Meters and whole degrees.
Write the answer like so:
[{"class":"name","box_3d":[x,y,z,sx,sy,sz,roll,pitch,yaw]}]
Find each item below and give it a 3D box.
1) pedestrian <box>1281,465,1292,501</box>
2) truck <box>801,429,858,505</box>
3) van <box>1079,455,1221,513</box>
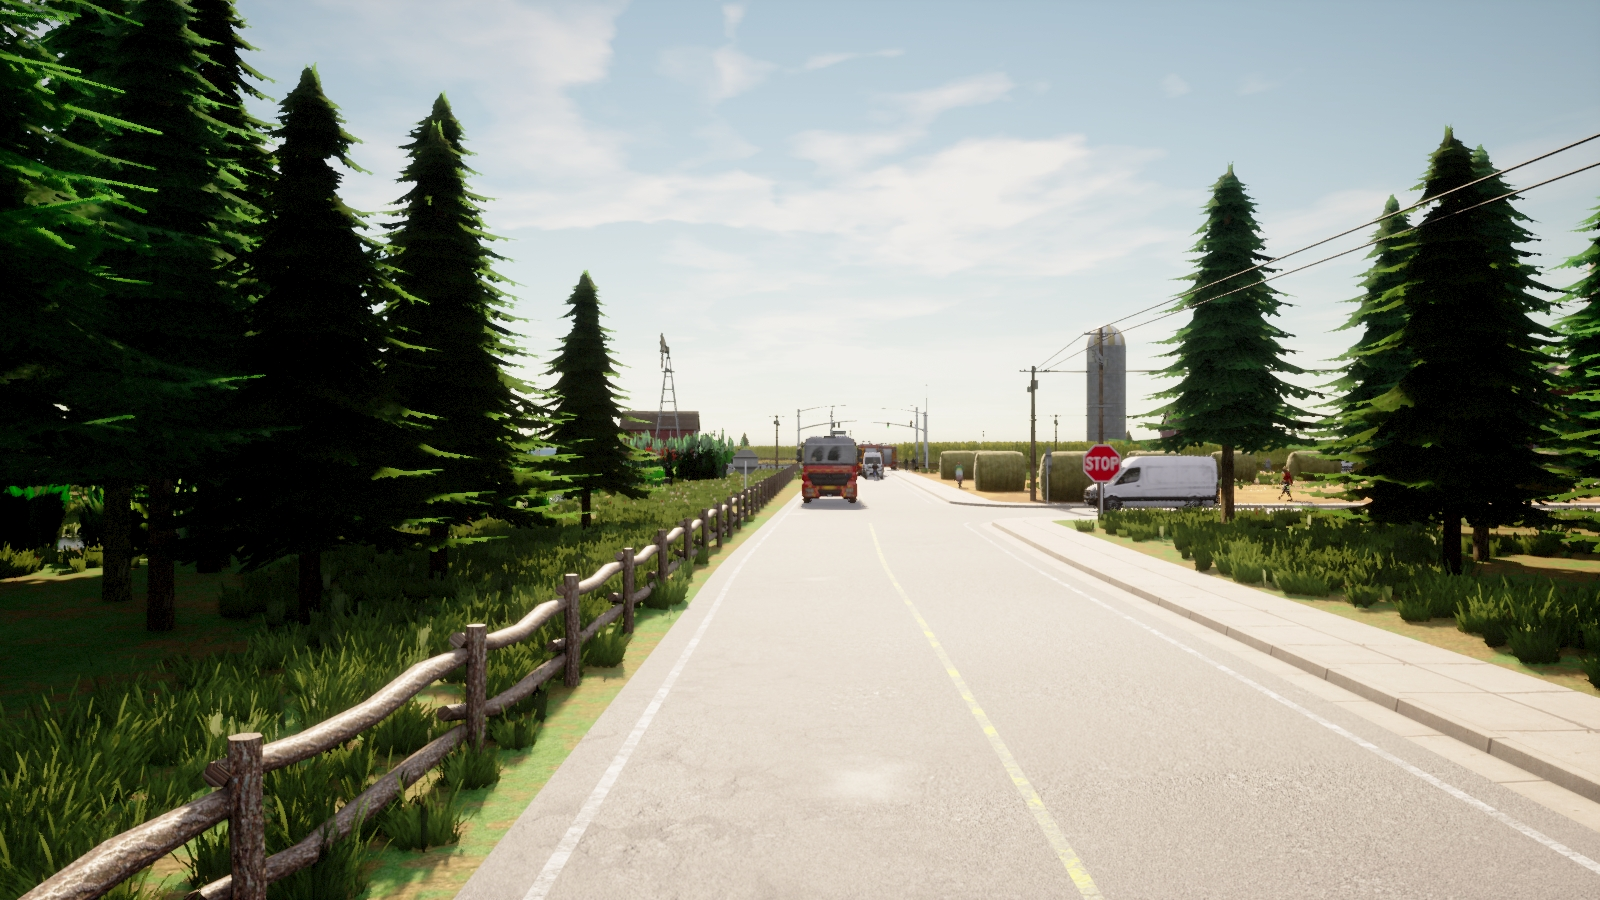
[{"class":"pedestrian","box_3d":[25.015,1.691,58.703,0.375,1.860,0.375,0,0,-6]},{"class":"truck","box_3d":[1.644,0.856,62.091,2.891,3.827,8.468,0,0,2]},{"class":"van","box_3d":[16.051,1.535,52.543,5.915,2.561,1.988,0,0,0]}]
